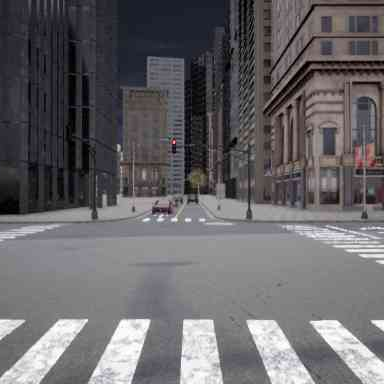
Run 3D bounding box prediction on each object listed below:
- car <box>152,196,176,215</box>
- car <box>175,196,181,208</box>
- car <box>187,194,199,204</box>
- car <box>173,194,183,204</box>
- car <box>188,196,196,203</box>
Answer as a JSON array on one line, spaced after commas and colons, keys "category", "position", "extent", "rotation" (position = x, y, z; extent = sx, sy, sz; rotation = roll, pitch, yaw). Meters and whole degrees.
[{"category": "car", "position": [-3.027, 1.516, 35.000], "extent": [1.882, 1.535, 5.008], "rotation": [0, 0, 1]}, {"category": "car", "position": [-3.041, 1.630, 47.919], "extent": [1.994, 1.385, 4.181], "rotation": [0, 0, 0]}, {"category": "car", "position": [0.147, 1.334, 64.823], "extent": [2.150, 2.045, 5.566], "rotation": [0, 0, 0]}, {"category": "car", "position": [-2.959, 1.350, 68.353], "extent": [2.150, 2.045, 5.566], "rotation": [0, 0, 0]}, {"category": "car", "position": [0.053, 1.649, 75.253], "extent": [1.837, 1.490, 4.892], "rotation": [0, 0, 0]}]
